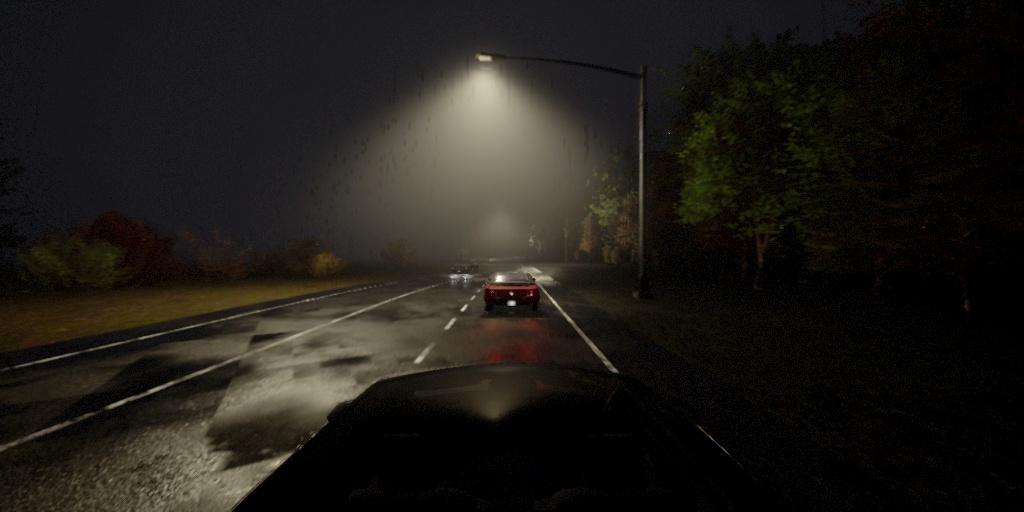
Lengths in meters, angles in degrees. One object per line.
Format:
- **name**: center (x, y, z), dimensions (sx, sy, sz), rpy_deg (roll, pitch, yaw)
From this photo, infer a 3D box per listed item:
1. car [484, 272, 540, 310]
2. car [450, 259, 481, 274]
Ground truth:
- **car**: center (-0.009, 1.263, 14.152), dimensions (1.895, 1.301, 4.718), rpy_deg (0, 0, 0)
- **car**: center (-4.579, 1.043, 36.258), dimensions (2.033, 1.411, 5.357), rpy_deg (0, 0, 9)
